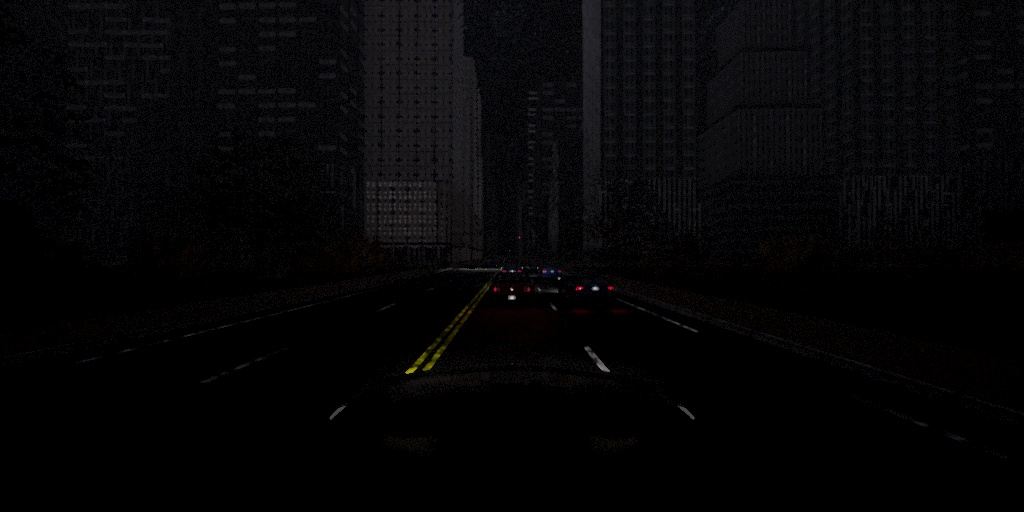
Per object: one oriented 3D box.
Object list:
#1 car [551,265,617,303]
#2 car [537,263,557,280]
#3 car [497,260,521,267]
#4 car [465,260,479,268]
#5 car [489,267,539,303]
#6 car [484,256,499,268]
[{"bbox_3d":[3.250,1.312,16.477,2.033,1.411,5.357,0,0,0],"label":"car"},{"bbox_3d":[3.250,1.305,31.478,2.033,1.411,5.357,0,0,0],"label":"car"},{"bbox_3d":[0.000,1.305,31.478,2.033,1.411,5.357,0,0,0],"label":"car"},{"bbox_3d":[-6.500,1.316,58.503,2.033,1.411,5.357,0,0,0],"label":"car"},{"bbox_3d":[0.000,1.365,16.508,1.895,1.301,4.718,0,0,0],"label":"car"},{"bbox_3d":[-3.250,1.041,58.474,2.150,2.045,5.566,0,0,0],"label":"car"}]
